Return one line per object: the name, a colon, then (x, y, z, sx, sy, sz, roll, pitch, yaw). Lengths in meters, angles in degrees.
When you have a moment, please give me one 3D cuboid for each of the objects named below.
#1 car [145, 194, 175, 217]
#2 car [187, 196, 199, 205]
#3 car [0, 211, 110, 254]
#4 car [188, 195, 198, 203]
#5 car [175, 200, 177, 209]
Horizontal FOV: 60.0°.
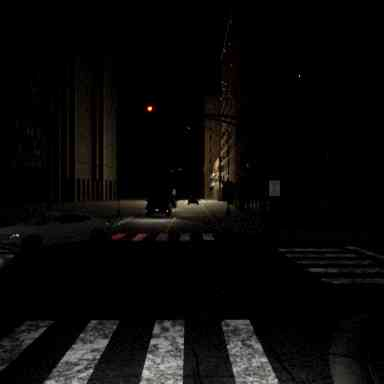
car: (-3.051, 1.222, 31.587, 2.150, 2.045, 5.566, 0, 0, 0)
car: (0.196, 1.523, 57.937, 1.812, 1.442, 4.674, 0, 0, 0)
car: (-5.585, 1.529, 13.867, 1.812, 1.442, 4.674, 1, 1, 37)
car: (0.208, 1.474, 67.846, 1.882, 1.535, 5.008, 0, 0, 0)
car: (-3.018, 1.545, 46.106, 2.033, 1.411, 5.357, 0, 0, 0)
